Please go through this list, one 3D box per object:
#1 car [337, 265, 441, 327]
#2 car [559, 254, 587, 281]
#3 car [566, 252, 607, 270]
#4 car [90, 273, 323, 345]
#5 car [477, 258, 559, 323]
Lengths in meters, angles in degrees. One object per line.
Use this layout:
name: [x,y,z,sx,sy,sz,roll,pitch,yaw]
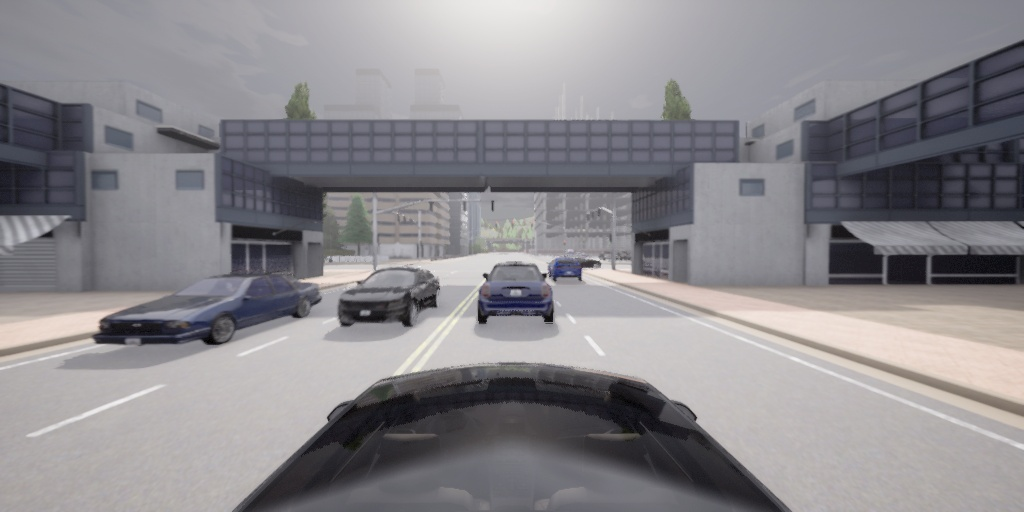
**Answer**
car: [-3.519,1.077,11.135,1.882,1.535,5.008,0,1,0]
car: [3.576,0.850,24.862,1.882,1.535,5.008,0,1,0]
car: [6.938,0.672,36.609,4.902,1.511,2.128,-1,0,-33]
car: [-7.093,1.178,9.368,2.033,1.411,5.357,0,1,0]
car: [0.099,0.942,11.514,2.097,1.767,4.553,0,1,0]
